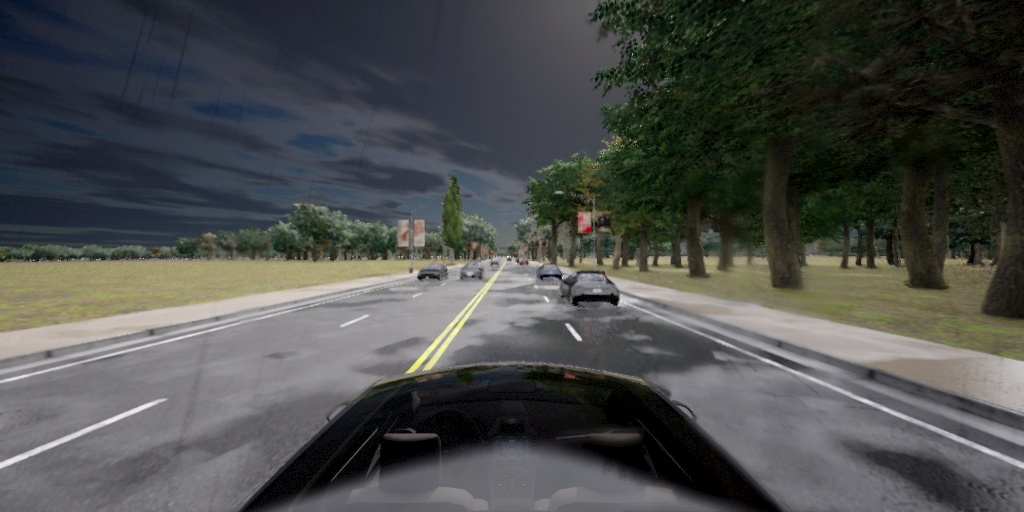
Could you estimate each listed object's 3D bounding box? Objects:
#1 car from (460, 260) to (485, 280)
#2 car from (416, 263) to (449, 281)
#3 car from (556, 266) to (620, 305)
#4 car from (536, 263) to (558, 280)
[{"bbox_3d":[-3.386,1.282,31.211,2.128,1.511,4.902,0,0,0],"label":"car"},{"bbox_3d":[-6.638,1.338,30.729,2.033,1.411,5.357,0,0,0],"label":"car"},{"bbox_3d":[3.341,1.334,16.068,1.994,1.385,4.181,0,0,0],"label":"car"},{"bbox_3d":[3.305,1.356,32.348,1.994,1.385,4.181,0,0,0],"label":"car"}]
